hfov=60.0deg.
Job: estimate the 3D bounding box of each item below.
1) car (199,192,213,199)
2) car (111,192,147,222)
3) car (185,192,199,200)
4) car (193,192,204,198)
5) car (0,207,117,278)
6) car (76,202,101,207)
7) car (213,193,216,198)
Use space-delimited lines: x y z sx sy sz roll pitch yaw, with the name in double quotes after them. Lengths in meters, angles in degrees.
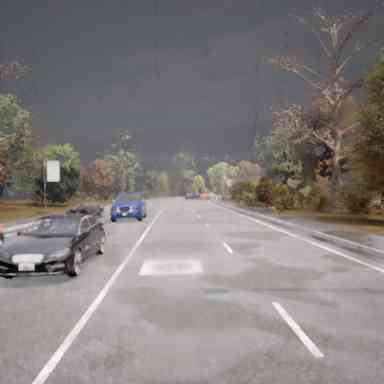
3.150 0.852 81.124 2.097 1.767 4.553 -1 0 10 "car"
-4.628 1.061 24.939 2.150 2.045 5.566 -1 1 -3 "car"
-0.399 0.903 81.061 2.097 1.767 4.553 -1 0 10 "car"
1.714 0.910 91.062 1.882 1.535 5.008 -1 0 15 "car"
-3.931 1.449 10.135 2.128 1.511 4.902 -1 1 -2 "car"
-8.168 1.501 25.903 1.895 1.301 4.718 -1 0 -3 "car"
5.332 0.937 91.067 1.812 1.442 4.674 -1 0 17 "car"
